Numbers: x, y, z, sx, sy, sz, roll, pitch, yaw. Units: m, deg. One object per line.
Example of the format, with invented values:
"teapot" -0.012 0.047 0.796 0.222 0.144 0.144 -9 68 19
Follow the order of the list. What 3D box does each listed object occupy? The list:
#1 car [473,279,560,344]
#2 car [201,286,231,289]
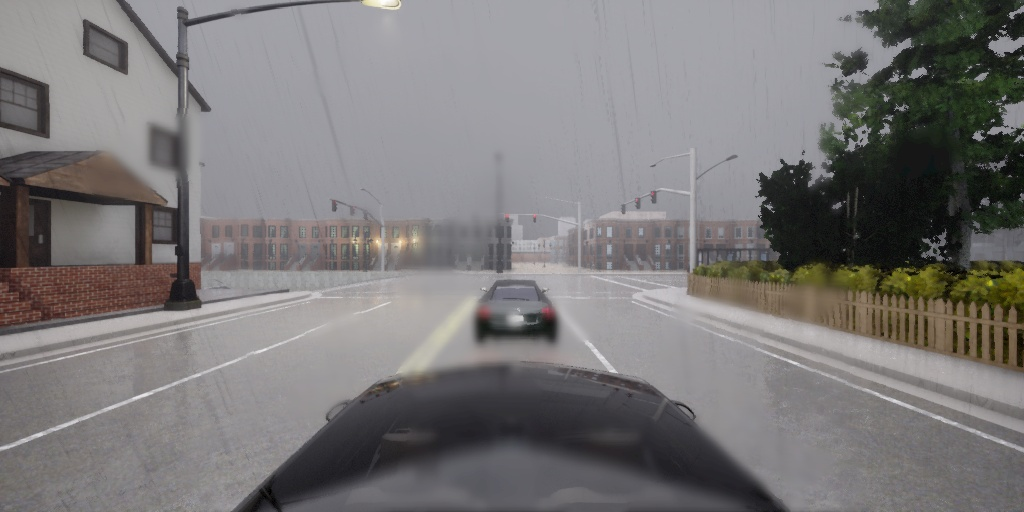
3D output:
"car" 0.102 1.314 9.612 1.994 1.385 4.181 0 0 0
"car" -22.429 3.308 26.870 5.566 2.045 2.150 -13 1 -1
